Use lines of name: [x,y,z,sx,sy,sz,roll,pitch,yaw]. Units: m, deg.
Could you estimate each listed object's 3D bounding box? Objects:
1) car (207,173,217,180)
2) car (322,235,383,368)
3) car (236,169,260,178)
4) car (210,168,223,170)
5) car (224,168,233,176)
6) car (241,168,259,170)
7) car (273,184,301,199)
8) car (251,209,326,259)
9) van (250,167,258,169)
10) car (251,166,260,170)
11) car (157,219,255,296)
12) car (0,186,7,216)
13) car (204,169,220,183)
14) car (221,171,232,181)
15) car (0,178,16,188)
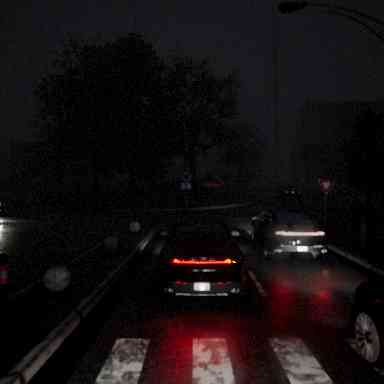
car: [4.546,-3.568,75.470,1.837,1.490,4.892,1,5,9]
car: [3.159,1.486,2.836,2.128,1.511,4.902,0,0,0]
car: [13.027,-3.998,79.553,4.892,1.521,2.231,1,5,10]
car: [6.037,-4.615,84.913,2.097,1.767,4.553,1,6,10]
car: [10.652,-5.366,93.829,1.882,1.535,5.008,1,6,11]
car: [13.525,-4.383,82.239,4.553,1.767,2.185,1,6,10]
car: [9.799,-0.089,34.506,2.033,1.411,5.357,0,4,2]
car: [3.327,1.359,12.130,2.128,1.511,4.902,0,2,2]
van: [13.840,-4.745,84.959,4.442,1.987,1.878,1,6,10]
car: [14.437,-5.029,87.627,5.566,2.045,2.435,1,6,10]
car: [0.209,1.459,8.538,1.837,1.490,4.892,0,1,1]
car: [-14.084,0.659,21.613,4.553,1.767,2.097,4,5,41]
car: [3.844,-2.882,65.138,2.150,2.045,5.566,0,5,1]
car: [7.308,-3.250,72.272,1.812,1.442,4.674,0,5,6]
car: [-29.005,-1.345,50.971,5.008,1.535,1.882,2,5,33]
